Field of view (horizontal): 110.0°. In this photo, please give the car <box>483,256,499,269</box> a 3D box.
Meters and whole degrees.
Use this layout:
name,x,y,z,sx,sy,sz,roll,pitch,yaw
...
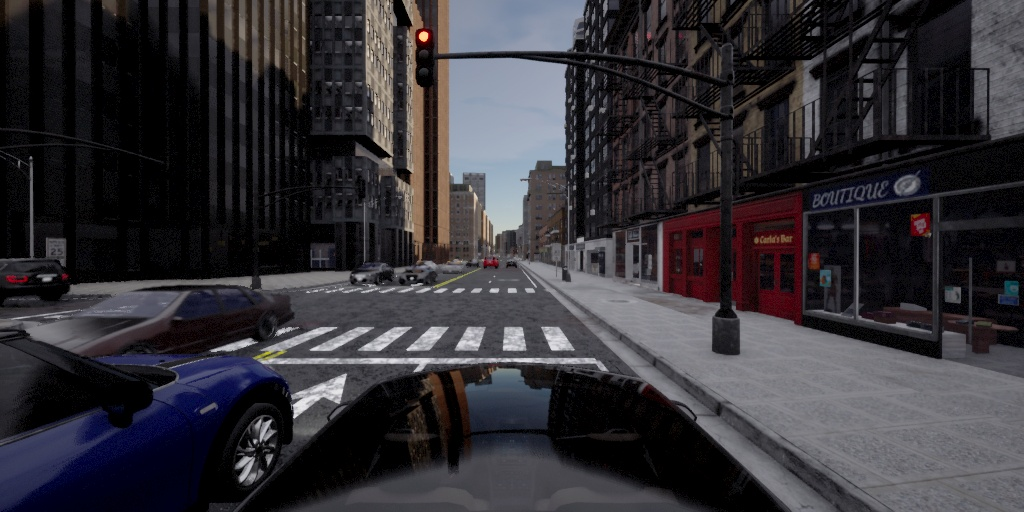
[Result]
name,x,y,z,sx,sy,sz,roll,pitch,yaw
car,-3.420,0.988,58.051,2.150,2.045,5.566,0,0,0

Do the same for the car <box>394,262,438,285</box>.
name,x,y,z,sx,sy,sz,roll,pitch,yaw
car,-6.670,1.319,25.892,1.994,1.385,4.181,0,0,0

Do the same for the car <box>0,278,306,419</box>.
name,x,y,z,sx,sy,sz,roll,pitch,yaw
car,-6.614,1.297,7.096,2.033,1.411,5.357,0,0,0

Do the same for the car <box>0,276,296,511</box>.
name,x,y,z,sx,sy,sz,roll,pitch,yaw
car,-3.145,1.102,1.592,2.097,1.767,4.553,0,0,0

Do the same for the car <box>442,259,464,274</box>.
name,x,y,z,sx,sy,sz,roll,pitch,yaw
car,-6.714,1.362,41.112,1.895,1.301,4.718,0,0,0

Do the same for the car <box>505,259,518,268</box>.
name,x,y,z,sx,sy,sz,roll,pitch,yaw
car,-0.083,1.273,61.835,1.837,1.490,4.892,0,0,0

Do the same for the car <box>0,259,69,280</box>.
name,x,y,z,sx,sy,sz,roll,pitch,yaw
car,-23.404,1.153,16.131,5.566,2.045,2.150,0,0,3

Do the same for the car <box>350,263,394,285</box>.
name,x,y,z,sx,sy,sz,roll,pitch,yaw
car,-9.920,1.247,25.809,2.128,1.511,4.902,0,0,0

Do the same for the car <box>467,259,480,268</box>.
name,x,y,z,sx,sy,sz,roll,pitch,yaw
car,-6.690,1.247,62.401,1.882,1.535,5.008,0,0,0
